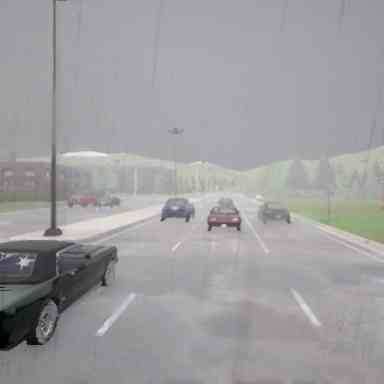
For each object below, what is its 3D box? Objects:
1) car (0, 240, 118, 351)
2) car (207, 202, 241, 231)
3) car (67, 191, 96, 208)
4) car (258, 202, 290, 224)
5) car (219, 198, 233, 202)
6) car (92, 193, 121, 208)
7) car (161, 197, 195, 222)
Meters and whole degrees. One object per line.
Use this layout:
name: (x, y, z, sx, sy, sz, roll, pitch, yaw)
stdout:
car: (-2.895, 1.557, 6.253, 1.895, 1.301, 4.718, 0, 0, 4)
car: (1.968, 1.518, 20.221, 1.895, 1.301, 4.718, 0, 0, 6)
car: (-14.241, 0.935, 43.792, 2.150, 2.045, 5.566, 0, 0, 6)
car: (5.888, 1.446, 24.070, 1.812, 1.442, 4.674, 0, 0, 6)
car: (3.781, 1.396, 37.367, 2.033, 1.411, 5.357, 0, 0, 6)
car: (-10.759, 1.243, 43.456, 2.128, 1.511, 4.902, 0, 0, 6)
car: (-0.985, 1.230, 25.560, 2.097, 1.767, 4.553, 0, 0, 6)
